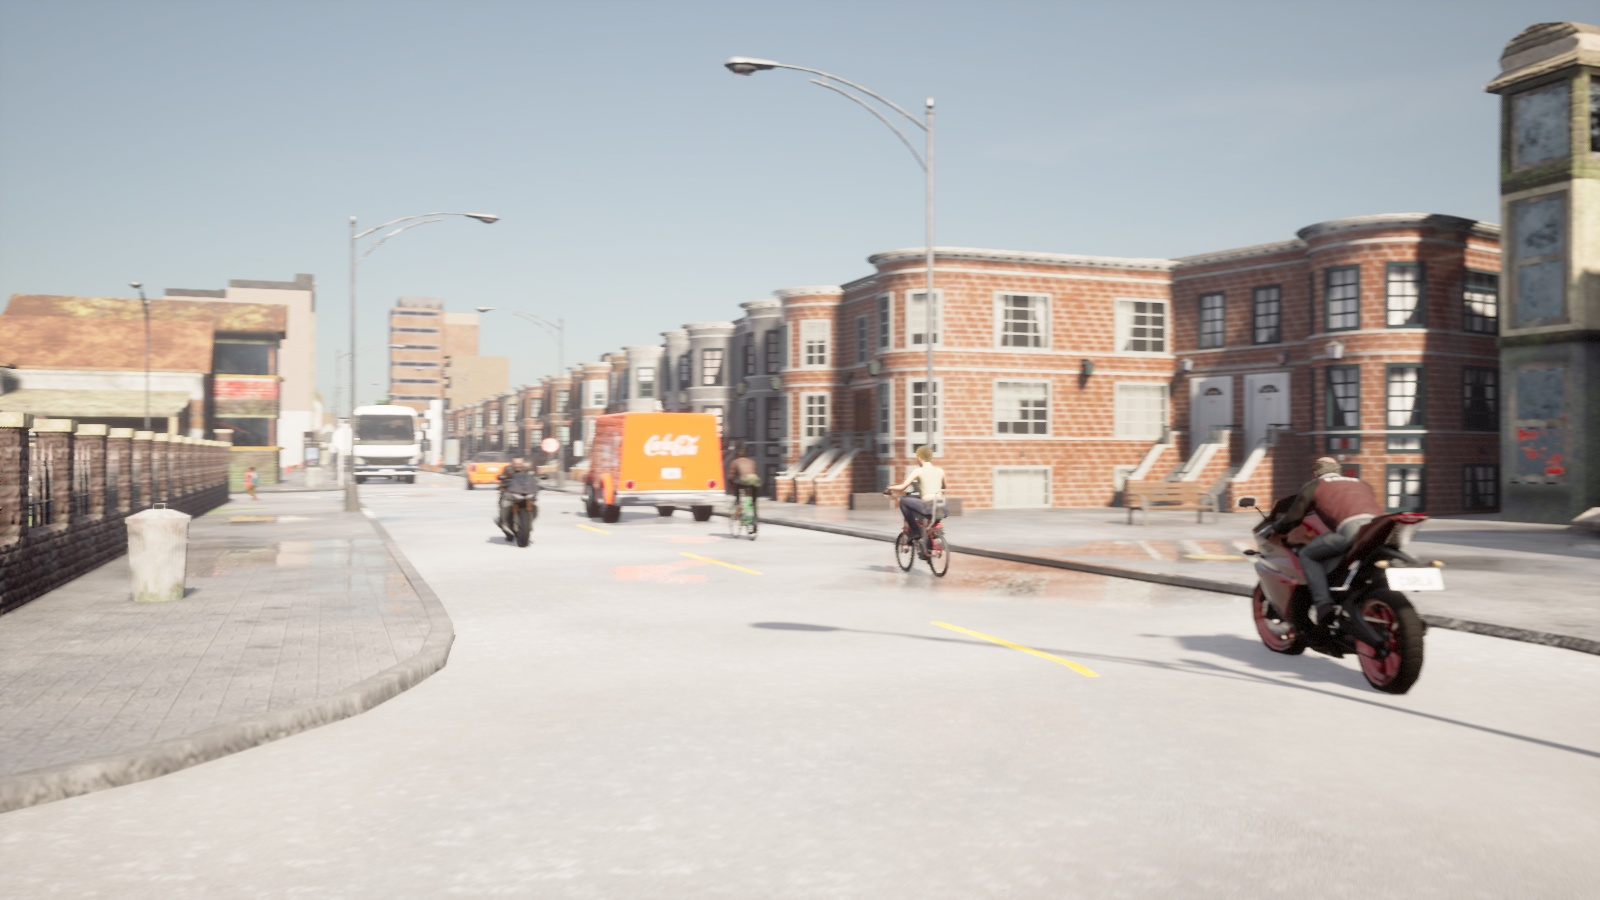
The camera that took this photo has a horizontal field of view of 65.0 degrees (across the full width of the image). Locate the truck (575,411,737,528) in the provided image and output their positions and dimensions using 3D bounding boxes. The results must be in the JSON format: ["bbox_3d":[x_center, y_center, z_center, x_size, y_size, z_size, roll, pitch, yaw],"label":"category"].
[{"bbox_3d":[-3.515,0.420,29.478,2.627,2.467,5.204,0,0,-20],"label":"truck"}]

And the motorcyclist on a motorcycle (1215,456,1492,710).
[{"bbox_3d":[3.722,0.810,8.711,0.866,1.530,2.191,0,0,-3],"label":"motorcyclist on a motorcycle"}]

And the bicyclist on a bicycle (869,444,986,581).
[{"bbox_3d":[1.564,0.755,15.700,0.866,1.612,1.509,0,-1,-20],"label":"bicyclist on a bicycle"}]

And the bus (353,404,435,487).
[{"bbox_3d":[-22.770,-0.188,70.043,3.944,4.253,10.273,0,0,-20],"label":"bus"}]

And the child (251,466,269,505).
[{"bbox_3d":[-16.720,1.097,38.900,0.448,1.192,0.343,0,0,-13],"label":"child"}]

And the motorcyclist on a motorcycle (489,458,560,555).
[{"bbox_3d":[-4.643,0.904,21.021,0.866,1.530,2.191,0,0,-20],"label":"motorcyclist on a motorcycle"}]

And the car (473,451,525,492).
[{"bbox_3d":[-13.737,0.945,57.104,2.097,1.767,4.553,0,0,-16],"label":"car"}]

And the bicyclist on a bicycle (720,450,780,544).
[{"bbox_3d":[-0.911,0.814,22.447,0.582,1.620,1.656,0,-1,-20],"label":"bicyclist on a bicycle"}]
